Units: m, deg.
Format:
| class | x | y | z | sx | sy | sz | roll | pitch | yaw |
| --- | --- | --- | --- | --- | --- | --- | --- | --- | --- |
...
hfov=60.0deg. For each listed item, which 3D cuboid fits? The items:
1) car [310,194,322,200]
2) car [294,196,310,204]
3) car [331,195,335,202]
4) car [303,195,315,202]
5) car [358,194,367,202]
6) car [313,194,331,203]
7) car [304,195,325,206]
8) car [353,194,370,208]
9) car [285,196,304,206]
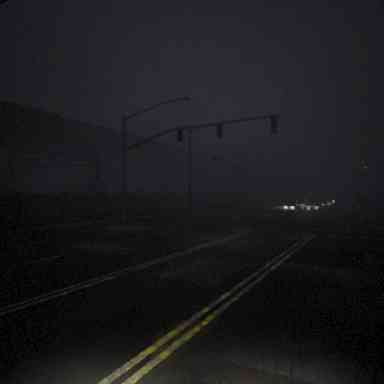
| class | x | y | z | sx | sy | sz | roll | pitch | yaw |
| --- | --- | --- | --- | --- | --- | --- | --- | --- | --- |
| car | 31.181 | 1.273 | 83.667 | 2.033 | 1.411 | 5.357 | 0 | 1 | 28 |
| car | 21.704 | 1.510 | 65.659 | 2.128 | 1.511 | 4.902 | 0 | 0 | 28 |
| car | 29.467 | 1.491 | 72.892 | 1.895 | 1.301 | 4.718 | 0 | 1 | 28 |
| car | 26.237 | 1.455 | 74.269 | 1.994 | 1.385 | 4.181 | 0 | 1 | 28 |
| car | 38.162 | 1.330 | 74.384 | 1.812 | 1.442 | 4.674 | 0 | 1 | 28 |
| car | 25.005 | 1.556 | 64.416 | 2.033 | 1.411 | 5.357 | 0 | 0 | 28 |
| car | 20.687 | 1.649 | 56.257 | 1.994 | 1.385 | 4.181 | 0 | 0 | 28 |
| car | 26.011 | 1.316 | 51.070 | 2.150 | 2.045 | 5.566 | 0 | 0 | 28 |
| car | 17.299 | 1.588 | 57.337 | 2.128 | 1.511 | 4.902 | 0 | 0 | 28 |
